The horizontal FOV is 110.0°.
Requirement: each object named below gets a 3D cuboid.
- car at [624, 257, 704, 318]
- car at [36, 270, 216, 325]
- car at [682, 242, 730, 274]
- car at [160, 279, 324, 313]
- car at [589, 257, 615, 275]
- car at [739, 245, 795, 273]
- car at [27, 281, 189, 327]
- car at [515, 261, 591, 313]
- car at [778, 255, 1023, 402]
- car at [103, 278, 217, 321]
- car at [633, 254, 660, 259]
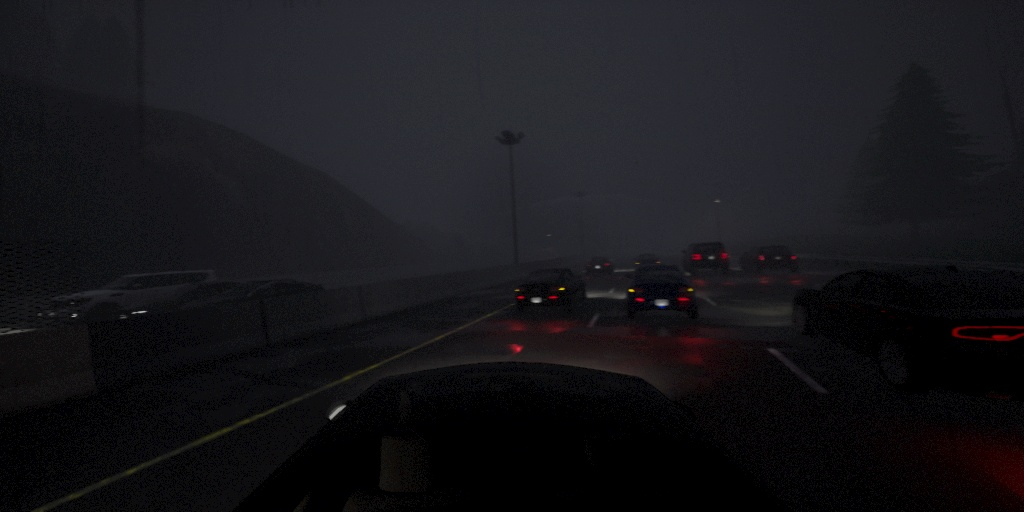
[{"bbox_3d":[4.570,0.960,11.257,1.812,1.442,4.674,-3,0,20],"label":"car"},{"bbox_3d":[-16.212,1.749,15.952,2.150,2.045,5.566,-3,0,20],"label":"car"},{"bbox_3d":[12.788,0.122,23.910,2.150,2.045,5.566,-3,0,19],"label":"car"},{"bbox_3d":[-9.583,1.676,13.712,2.128,1.511,4.902,-3,0,20],"label":"car"},{"bbox_3d":[7.041,0.743,28.590,1.994,1.385,4.181,-3,0,19],"label":"car"},{"bbox_3d":[16.093,0.081,22.759,2.097,1.767,4.553,-3,0,20],"label":"car"},{"bbox_3d":[-19.334,2.191,17.568,1.837,1.490,4.892,-3,0,20],"label":"car"},{"bbox_3d":[1.510,1.113,13.074,1.812,1.442,4.674,-3,0,20],"label":"car"},{"bbox_3d":[6.213,0.863,5.580,1.882,1.535,5.008,-3,0,21],"label":"car"},{"bbox_3d":[-12.878,1.860,14.875,1.837,1.490,4.892,-3,0,20],"label":"car"},{"bbox_3d":[10.307,0.536,27.388,1.812,1.442,4.674,-3,0,19],"label":"car"}]
